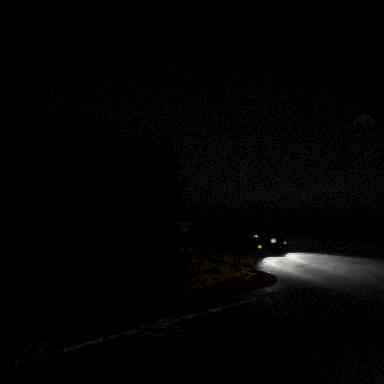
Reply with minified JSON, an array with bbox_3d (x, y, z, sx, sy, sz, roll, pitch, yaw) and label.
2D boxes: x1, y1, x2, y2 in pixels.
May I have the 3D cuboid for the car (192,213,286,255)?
[{"bbox_3d":[1.661,1.564,13.424,1.994,1.385,4.181,0,0,-39],"label":"car"}]
